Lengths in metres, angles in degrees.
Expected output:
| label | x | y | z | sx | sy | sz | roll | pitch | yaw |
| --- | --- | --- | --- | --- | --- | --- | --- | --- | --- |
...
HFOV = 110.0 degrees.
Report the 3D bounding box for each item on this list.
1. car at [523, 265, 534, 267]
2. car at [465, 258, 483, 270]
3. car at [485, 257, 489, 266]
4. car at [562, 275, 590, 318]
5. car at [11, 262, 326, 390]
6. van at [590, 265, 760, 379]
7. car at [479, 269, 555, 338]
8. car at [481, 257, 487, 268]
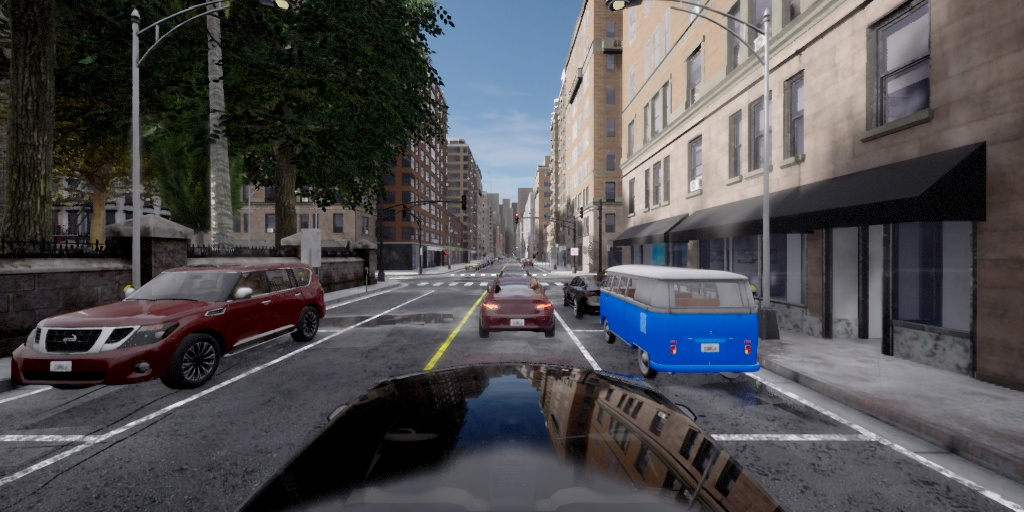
| label | x | y | z | sx | sy | sz | roll | pitch | yaw |
| --- | --- | --- | --- | --- | --- | --- | --- | --- | --- |
| car | 0.119 | 1.345 | 18.896 | 1.895 | 1.301 | 4.718 | 0 | 0 | -1 |
| car | -5.545 | 1.248 | 50.533 | 1.751 | 1.417 | 4.829 | 0 | 0 | 0 |
| car | -5.517 | 1.265 | 61.605 | 1.888 | 1.381 | 4.507 | 0 | 0 | 0 |
| car | 2.884 | 1.313 | 12.693 | 1.948 | 1.339 | 4.313 | 0 | 0 | 0 |
| car | -5.655 | 1.064 | 7.014 | 2.192 | 1.841 | 5.009 | 0 | 0 | 0 |
| van | 2.870 | 1.090 | 7.033 | 1.690 | 1.789 | 3.998 | 0 | 0 | 0 |
| car | 0.126 | 1.274 | 10.074 | 1.812 | 1.442 | 4.674 | 0 | 0 | 0 |
| car | -5.530 | 1.271 | 56.153 | 2.007 | 1.370 | 4.403 | 0 | 0 | 0 |
